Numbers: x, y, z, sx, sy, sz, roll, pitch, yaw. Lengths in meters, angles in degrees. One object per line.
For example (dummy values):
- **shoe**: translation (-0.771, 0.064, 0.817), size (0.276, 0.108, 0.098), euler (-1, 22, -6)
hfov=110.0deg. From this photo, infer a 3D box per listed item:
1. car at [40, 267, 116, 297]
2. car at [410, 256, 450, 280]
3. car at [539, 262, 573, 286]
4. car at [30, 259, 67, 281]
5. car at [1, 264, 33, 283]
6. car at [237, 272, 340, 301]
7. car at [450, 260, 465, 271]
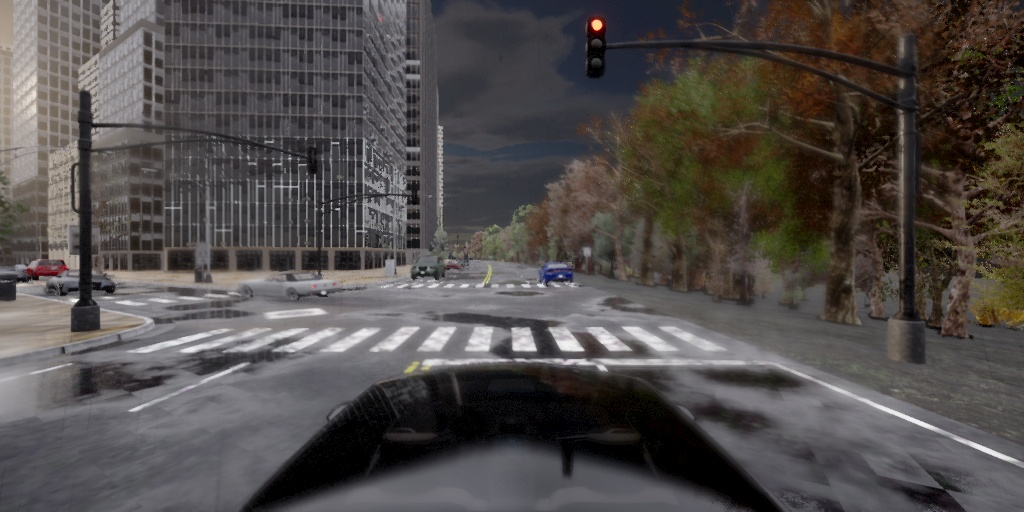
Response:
- **car**: translation (-24.777, 1.497, 20.585), size (4.181, 1.385, 1.994), euler (0, 0, 28)
- **car**: translation (-7.132, 0.974, 31.084), size (2.150, 2.045, 5.566), euler (0, 0, -2)
- **car**: translation (3.001, 1.193, 25.259), size (1.882, 1.535, 5.008), euler (-3, -1, -2)
- **car**: translation (-47.034, 1.360, 36.224), size (5.566, 2.045, 2.150), euler (-1, 0, 29)
- **car**: translation (-43.269, 1.656, 30.629), size (4.181, 1.385, 1.994), euler (-1, 0, 29)
- **car**: translation (-10.903, 1.430, 17.458), size (4.718, 1.301, 1.895), euler (0, 0, 19)
- **car**: translation (-7.840, 1.358, 47.947), size (1.895, 1.301, 4.718), euler (0, 0, -3)
